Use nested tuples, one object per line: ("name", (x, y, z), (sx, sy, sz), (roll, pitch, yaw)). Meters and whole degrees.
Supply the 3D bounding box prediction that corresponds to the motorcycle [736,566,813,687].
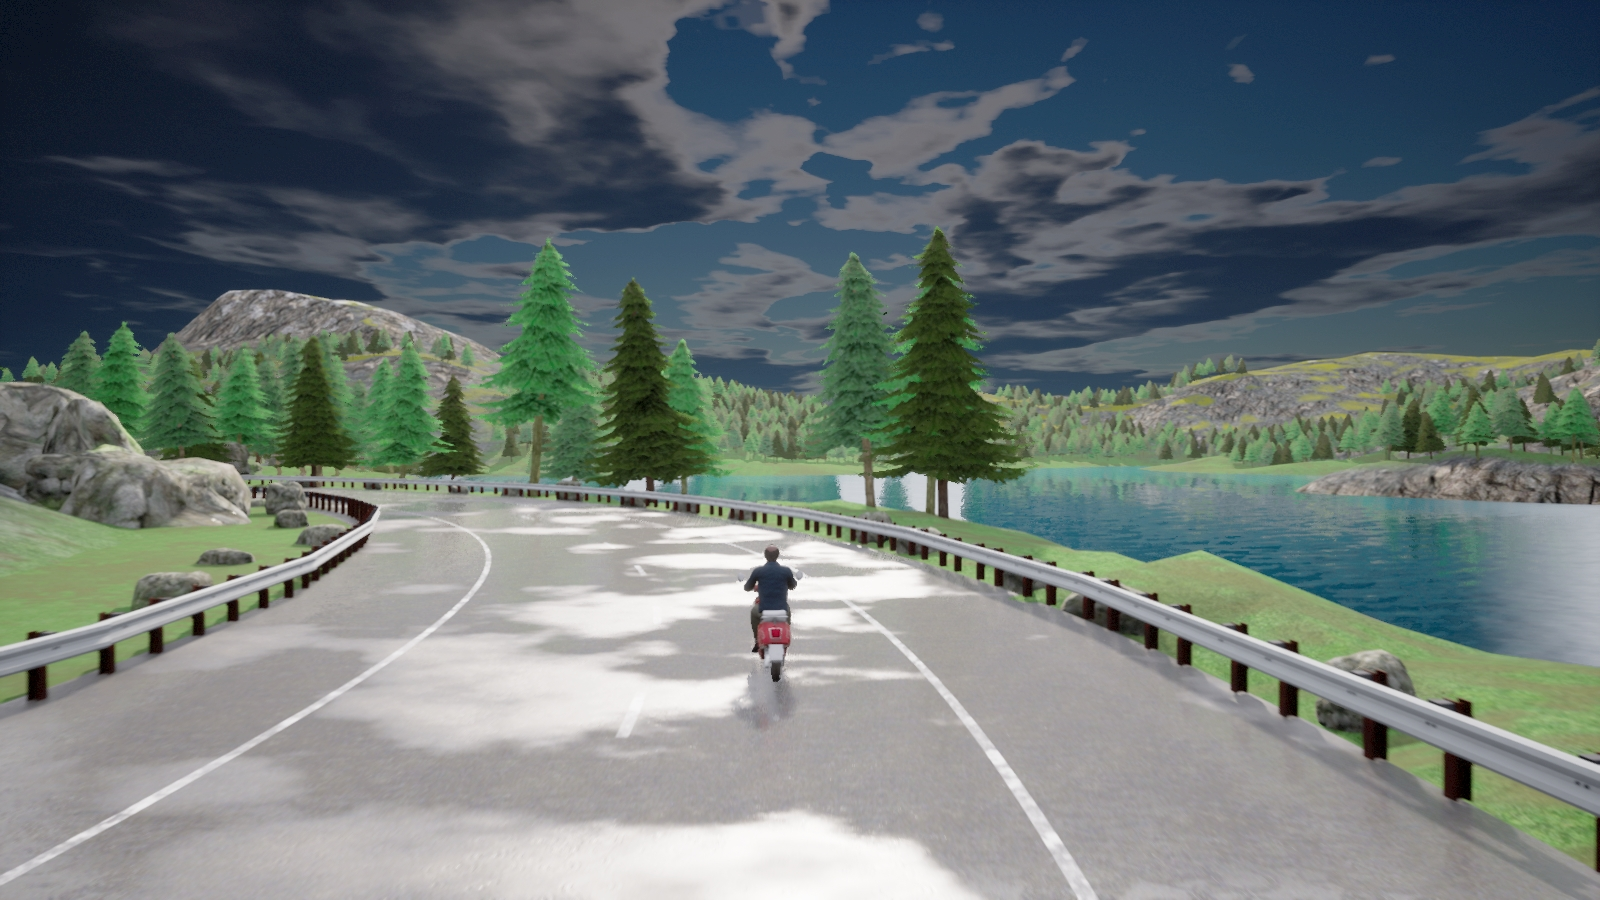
("motorcycle", (-0.353, 2.182, 14.444), (0.856, 1.236, 1.805), (0, 0, -5))
